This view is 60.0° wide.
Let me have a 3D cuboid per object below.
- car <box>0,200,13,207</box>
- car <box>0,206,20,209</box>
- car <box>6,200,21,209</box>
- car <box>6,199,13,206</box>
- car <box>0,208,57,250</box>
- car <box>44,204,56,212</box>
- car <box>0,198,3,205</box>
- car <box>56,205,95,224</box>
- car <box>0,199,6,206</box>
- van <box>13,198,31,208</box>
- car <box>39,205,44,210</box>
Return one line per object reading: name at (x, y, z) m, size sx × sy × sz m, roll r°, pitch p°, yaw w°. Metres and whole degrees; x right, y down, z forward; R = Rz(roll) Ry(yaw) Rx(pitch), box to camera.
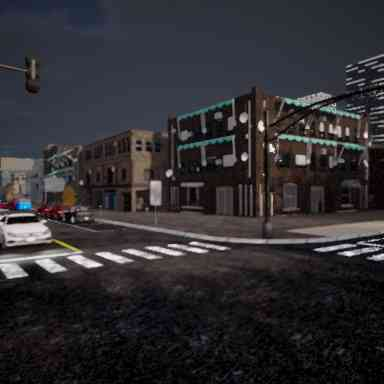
car at (-38.214, 2.388, 68.228) m, size 1.947 × 1.339 × 4.313 m, roll -1°, pitch 0°, yaw -35°
car at (-13.973, 1.924, 23.993) m, size 1.895 × 1.301 × 4.718 m, roll -1°, pitch 0°, yaw -35°
car at (-31.816, 2.250, 59.193) m, size 1.887 × 1.381 × 4.507 m, roll -1°, pitch 0°, yaw -35°
car at (-28.622, 1.961, 54.676) m, size 2.192 × 1.841 × 5.009 m, roll -1°, pitch 0°, yaw -35°
car at (-8.050, 1.730, 15.681) m, size 1.812 × 1.442 × 4.674 m, roll -1°, pitch 0°, yaw -36°
car at (-12.622, 1.922, 32.091) m, size 1.802 × 1.307 × 4.206 m, roll -1°, pitch 0°, yaw -35°
car at (-47.813, 2.435, 81.778) m, size 1.967 × 1.590 × 4.097 m, roll -1°, pitch 0°, yaw -35°
car at (-9.424, 1.827, 27.573) m, size 2.008 × 1.369 × 4.403 m, roll -1°, pitch 0°, yaw -35°
car at (-31.561, 2.248, 54.364) m, size 1.994 × 1.385 × 4.181 m, roll -1°, pitch 0°, yaw -35°
van at (-25.423, 1.928, 50.159) m, size 1.690 × 1.788 × 3.998 m, roll -1°, pitch 0°, yaw -35°
car at (-15.820, 1.984, 36.607) m, size 1.802 × 1.307 × 4.206 m, roll -1°, pitch 0°, yaw -35°
